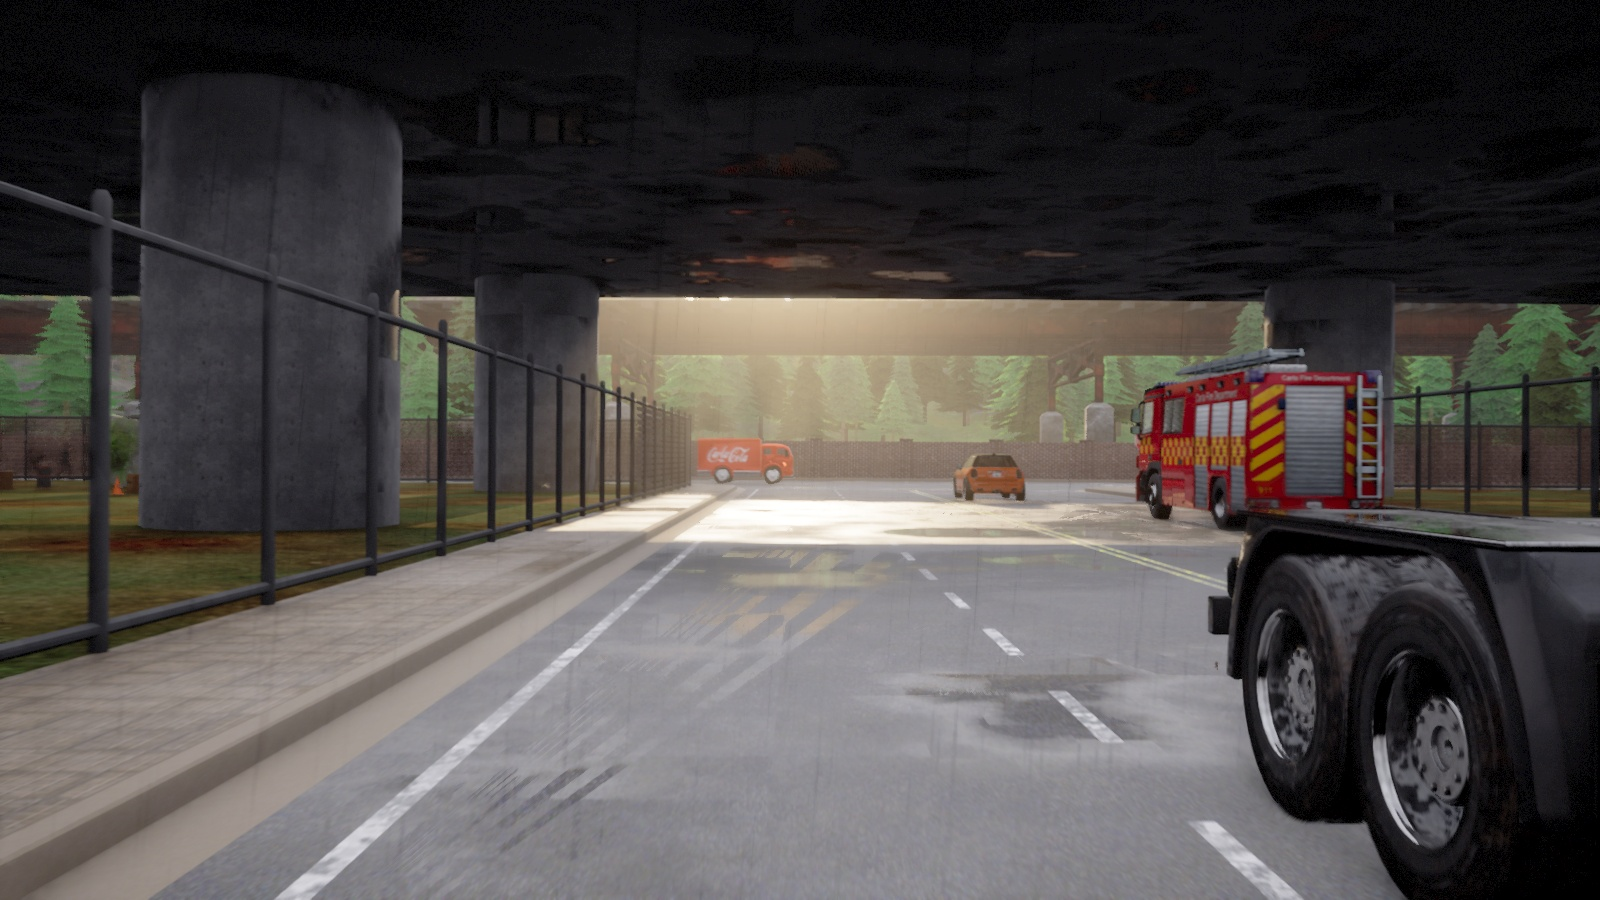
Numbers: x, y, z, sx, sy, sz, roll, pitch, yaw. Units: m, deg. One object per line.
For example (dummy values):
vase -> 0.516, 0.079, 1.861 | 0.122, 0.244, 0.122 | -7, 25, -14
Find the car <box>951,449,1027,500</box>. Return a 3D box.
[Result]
car -> 6.870, 0.874, 46.164 | 2.097, 1.767, 4.553 | 0, 0, 0

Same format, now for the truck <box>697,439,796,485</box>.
truck -> -2.850, 0.649, 68.123 | 5.204, 2.467, 2.627 | 0, 0, 0

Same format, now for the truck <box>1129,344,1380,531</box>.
truck -> 10.415, -0.231, 29.954 | 2.891, 3.827, 8.468 | 0, 0, 0

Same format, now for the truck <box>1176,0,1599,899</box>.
truck -> 3.493, -0.160, 2.811 | 2.891, 3.462, 7.936 | 0, 0, 0
